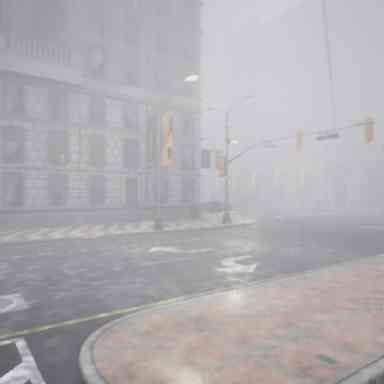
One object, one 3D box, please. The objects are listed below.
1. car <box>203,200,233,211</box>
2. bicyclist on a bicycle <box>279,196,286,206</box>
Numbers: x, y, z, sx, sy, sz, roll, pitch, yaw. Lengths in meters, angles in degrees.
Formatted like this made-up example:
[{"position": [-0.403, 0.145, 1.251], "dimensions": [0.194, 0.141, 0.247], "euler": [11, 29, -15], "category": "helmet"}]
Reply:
[{"position": [3.242, 1.663, 41.822], "dimensions": [1.994, 1.385, 4.181], "euler": [0, 0, -35], "category": "car"}, {"position": [15.250, 1.467, 55.937], "dimensions": [1.656, 1.620, 0.582], "euler": [0, 0, -35], "category": "bicyclist on a bicycle"}]
